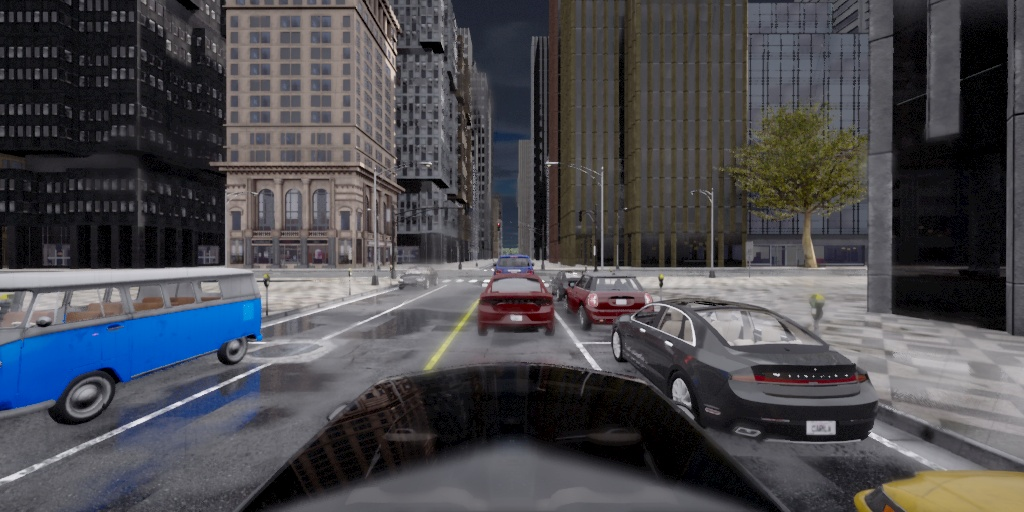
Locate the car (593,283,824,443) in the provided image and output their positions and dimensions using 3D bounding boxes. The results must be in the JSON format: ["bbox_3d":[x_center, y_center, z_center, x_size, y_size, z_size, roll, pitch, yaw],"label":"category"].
[{"bbox_3d":[2.769,1.300,5.390,2.007,1.370,4.403,0,0,0],"label":"car"}]

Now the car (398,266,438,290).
[{"bbox_3d":[-5.730,1.295,22.325,2.007,1.370,4.403,0,0,0],"label":"car"}]

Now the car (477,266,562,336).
[{"bbox_3d":[0.107,1.226,10.417,1.882,1.535,5.008,0,0,0],"label":"car"}]

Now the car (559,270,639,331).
[{"bbox_3d":[2.778,1.188,11.031,1.967,1.591,4.097,0,0,0],"label":"car"}]

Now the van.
[{"bbox_3d":[-5.756,1.090,5.402,1.690,1.789,3.998,0,0,0],"label":"van"}]

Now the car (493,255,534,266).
[{"bbox_3d":[0.105,0.967,20.301,2.150,2.045,5.566,0,0,0],"label":"car"}]
